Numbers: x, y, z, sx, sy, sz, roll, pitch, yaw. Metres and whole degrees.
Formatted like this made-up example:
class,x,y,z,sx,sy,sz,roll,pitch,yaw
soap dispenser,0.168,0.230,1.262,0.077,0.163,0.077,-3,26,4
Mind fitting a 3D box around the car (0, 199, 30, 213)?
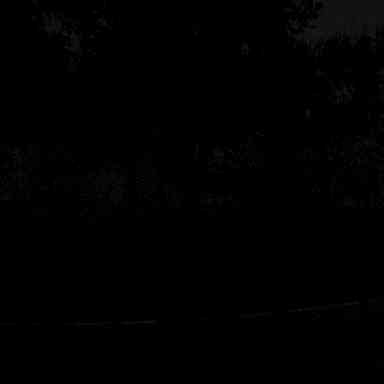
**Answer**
class,x,y,z,sx,sy,sz,roll,pitch,yaw
car,-18.996,1.505,33.672,1.837,1.490,4.892,0,0,35
